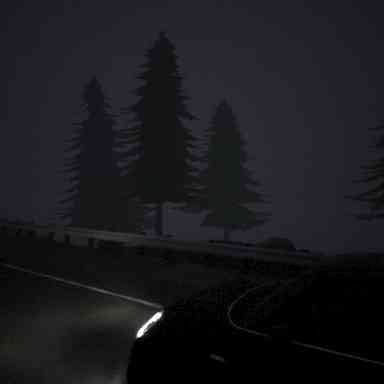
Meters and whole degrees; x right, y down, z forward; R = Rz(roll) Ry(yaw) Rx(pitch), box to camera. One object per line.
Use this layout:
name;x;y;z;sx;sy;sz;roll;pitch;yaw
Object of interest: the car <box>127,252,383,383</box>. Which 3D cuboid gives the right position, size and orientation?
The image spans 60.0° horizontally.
car;1.550;1.352;2.909;4.553;1.767;2.097;0;0;36
